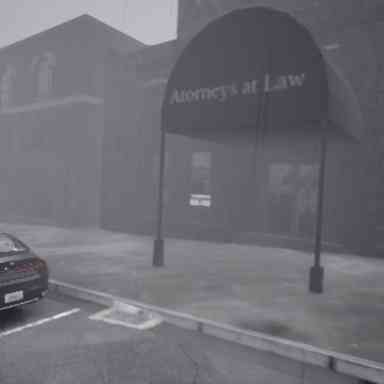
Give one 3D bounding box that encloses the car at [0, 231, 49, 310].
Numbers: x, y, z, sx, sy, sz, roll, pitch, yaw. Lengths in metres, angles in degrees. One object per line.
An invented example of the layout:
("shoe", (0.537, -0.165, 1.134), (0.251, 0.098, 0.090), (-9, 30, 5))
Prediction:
("car", (-5.012, 1.552, 7.115), (4.892, 1.521, 2.231), (-1, 0, 36))
